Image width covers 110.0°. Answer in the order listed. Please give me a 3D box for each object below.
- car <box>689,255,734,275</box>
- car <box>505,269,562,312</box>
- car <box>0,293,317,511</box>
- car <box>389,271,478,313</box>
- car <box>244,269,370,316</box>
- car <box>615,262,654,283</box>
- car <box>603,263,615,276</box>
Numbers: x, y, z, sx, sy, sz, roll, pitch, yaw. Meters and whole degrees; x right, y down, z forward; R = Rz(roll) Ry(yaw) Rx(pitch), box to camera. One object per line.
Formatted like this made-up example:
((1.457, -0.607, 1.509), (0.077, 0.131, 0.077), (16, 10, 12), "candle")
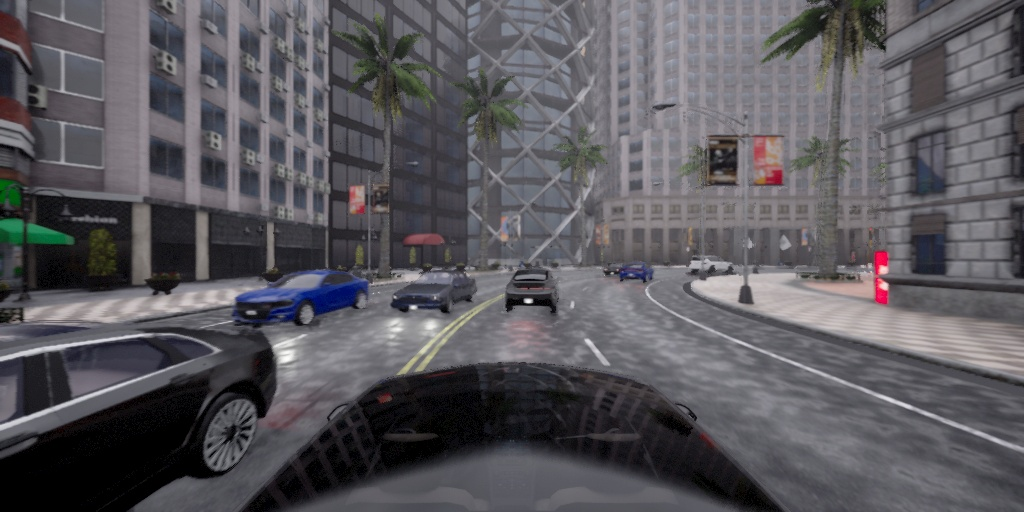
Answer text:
((22.370, 0.969, 40.188), (5.566, 2.045, 2.150), (0, 0, -29), "car")
((0.926, 1.254, 14.386), (1.837, 1.490, 4.892), (0, 0, 9), "car")
((-3.518, 1.242, 1.946), (2.128, 1.511, 4.902), (0, 0, 1), "car")
((-2.803, 1.297, 14.333), (2.033, 1.411, 5.357), (0, 0, 9), "car")
((-6.646, 1.226, 11.945), (1.882, 1.535, 5.008), (0, 0, 5), "car")
((9.938, 1.227, 28.337), (1.882, 1.535, 5.008), (0, 0, 30), "car")
((10.929, 1.350, 35.671), (1.895, 1.301, 4.718), (0, 0, 40), "car")
